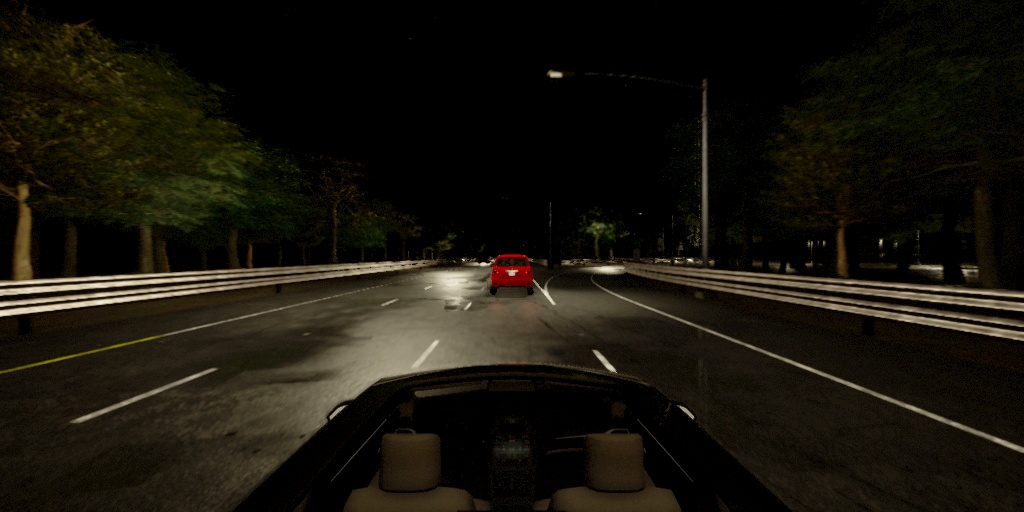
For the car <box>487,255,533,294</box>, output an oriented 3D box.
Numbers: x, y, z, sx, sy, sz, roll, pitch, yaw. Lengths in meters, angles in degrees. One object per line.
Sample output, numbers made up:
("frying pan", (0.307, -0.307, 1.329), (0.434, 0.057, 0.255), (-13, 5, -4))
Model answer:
("car", (-0.003, 0.970, 20.171), (2.150, 2.045, 5.566), (0, 0, 0))
